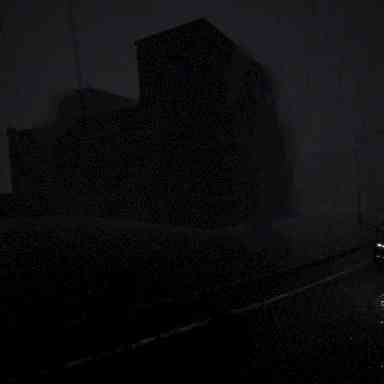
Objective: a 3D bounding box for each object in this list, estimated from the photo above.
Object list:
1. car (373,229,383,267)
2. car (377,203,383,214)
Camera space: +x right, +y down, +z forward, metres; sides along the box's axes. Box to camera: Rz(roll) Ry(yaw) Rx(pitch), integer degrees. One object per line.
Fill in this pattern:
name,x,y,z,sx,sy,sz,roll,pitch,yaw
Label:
car,7.524,1.614,11.155,2.128,1.511,4.902,-1,-2,41
car,28.490,2.371,48.979,2.128,1.511,4.902,-3,-2,28
